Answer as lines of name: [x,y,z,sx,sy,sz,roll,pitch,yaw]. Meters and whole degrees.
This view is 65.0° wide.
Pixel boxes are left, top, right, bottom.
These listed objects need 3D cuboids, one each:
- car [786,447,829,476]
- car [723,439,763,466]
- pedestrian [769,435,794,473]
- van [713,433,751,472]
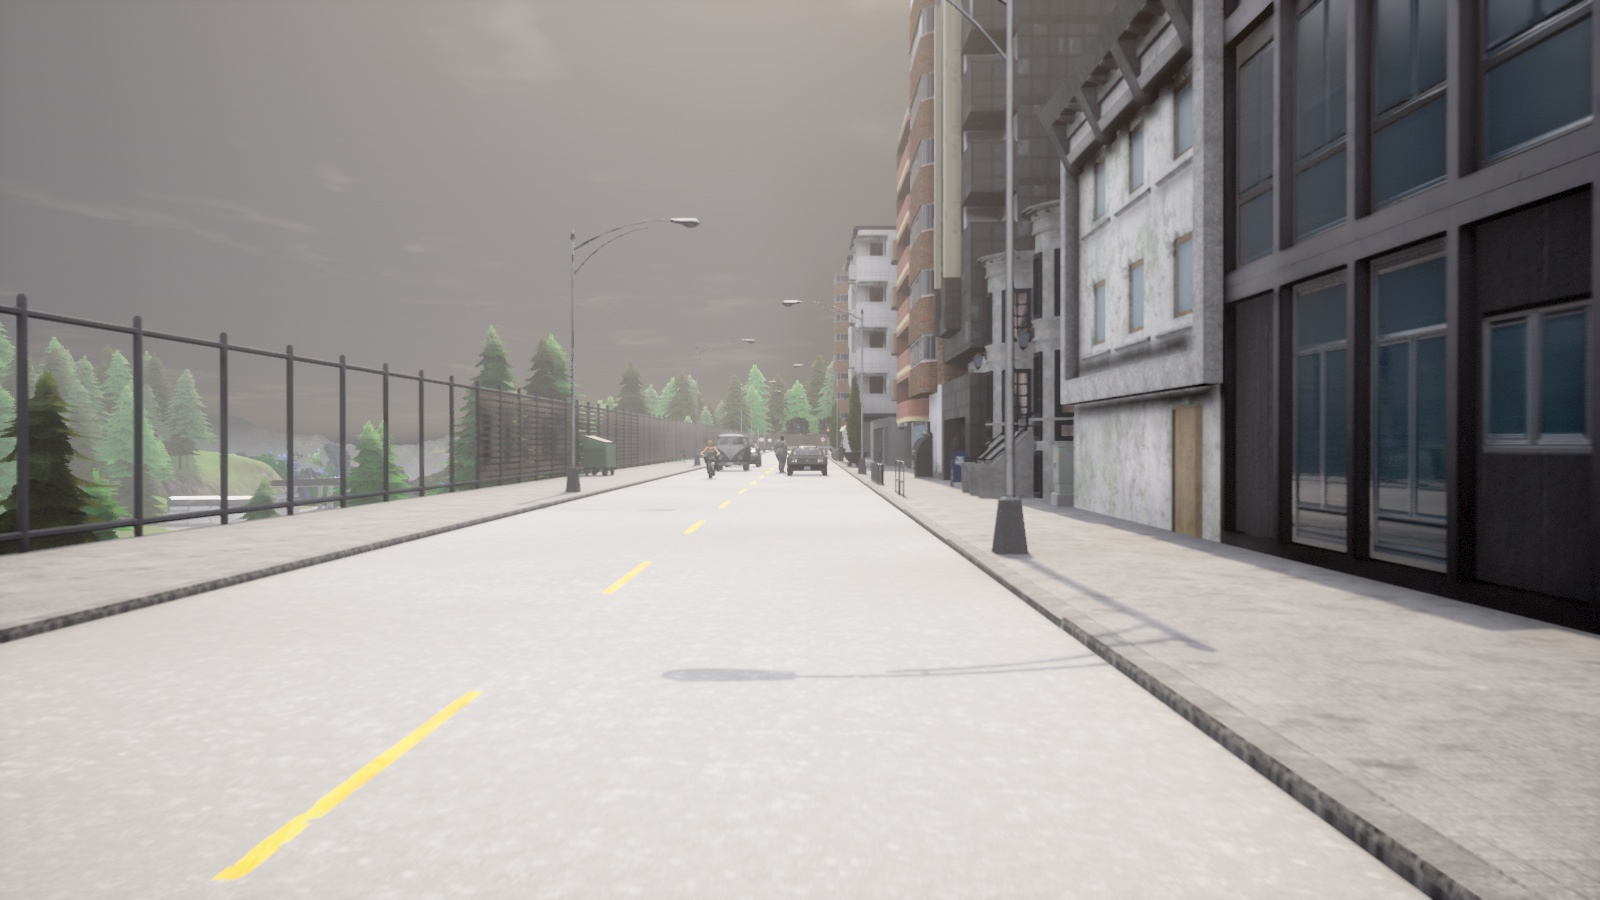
car: [0.340,0.517,58.510,1.895,1.301,4.718,0,0,0]
car: [-3.548,0.145,78.553,2.242,1.667,4.611,0,0,0]
pedestrian: [-0.906,0.195,61.617,0.874,1.855,0.900,0,0,45]
van: [-3.609,0.117,67.282,1.775,1.987,4.442,0,0,0]
